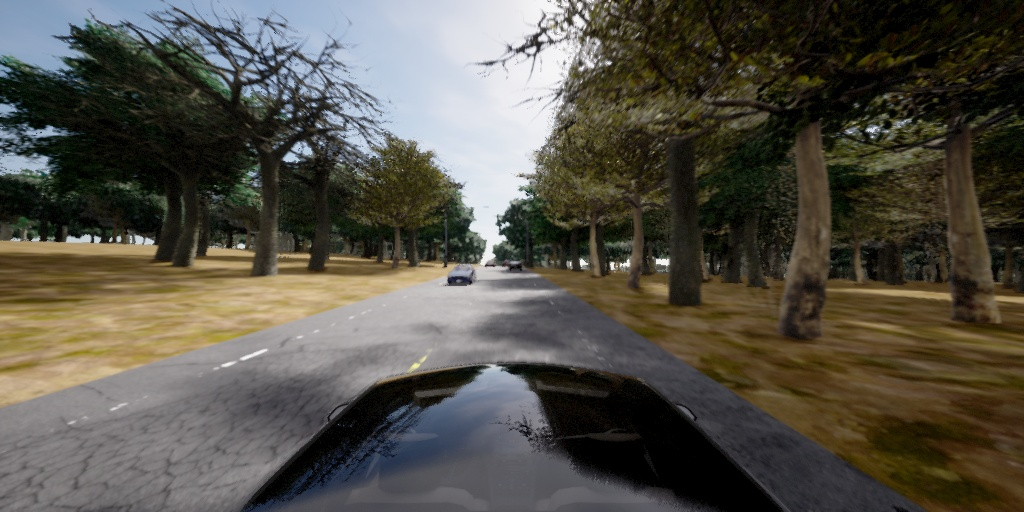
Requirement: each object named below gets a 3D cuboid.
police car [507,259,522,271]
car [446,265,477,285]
[{"bbox_3d":[0.581,1.436,55.198,1.930,1.638,5.238,0,0,-1],"label":"police car"},{"bbox_3d":[-3.700,1.378,27.415,2.033,1.411,5.357,0,0,0],"label":"car"}]
